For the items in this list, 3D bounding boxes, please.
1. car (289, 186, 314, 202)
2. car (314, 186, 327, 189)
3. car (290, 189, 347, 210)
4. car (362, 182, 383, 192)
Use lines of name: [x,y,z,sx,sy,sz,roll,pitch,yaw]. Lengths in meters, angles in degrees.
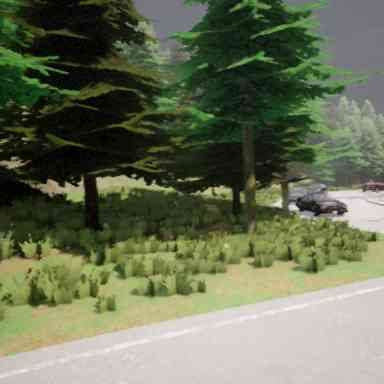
car: [10.659,0.367,32.927,1.837,1.490,4.892,-1,2,23]
car: [15.619,-0.249,41.897,2.097,1.767,4.553,-1,2,34]
car: [8.852,0.778,23.234,2.033,1.411,5.357,-2,2,0]
car: [27.346,-0.803,49.864,5.008,1.535,1.882,-4,2,-39]
